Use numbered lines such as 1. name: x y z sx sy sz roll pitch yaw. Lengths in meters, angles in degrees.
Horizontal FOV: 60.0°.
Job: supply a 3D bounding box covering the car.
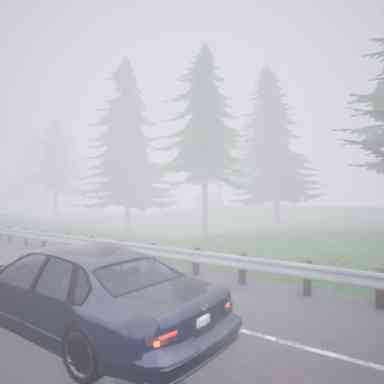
1. car: -1.880 1.576 5.422 5.357 1.411 2.033 0 0 37
